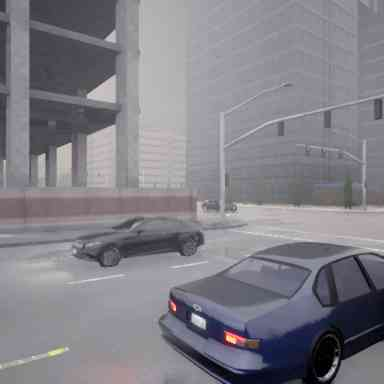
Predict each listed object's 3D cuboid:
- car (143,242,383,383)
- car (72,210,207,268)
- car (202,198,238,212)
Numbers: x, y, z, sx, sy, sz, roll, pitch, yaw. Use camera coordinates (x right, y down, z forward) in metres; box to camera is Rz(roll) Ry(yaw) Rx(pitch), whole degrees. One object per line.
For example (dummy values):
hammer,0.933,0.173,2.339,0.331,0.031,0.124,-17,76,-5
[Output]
car,2.130,1.547,5.310,5.357,1.411,2.033,0,0,-35
car,-1.658,1.525,11.420,4.674,1.442,1.812,0,0,-36
car,3.053,1.504,37.394,1.837,1.490,4.892,0,0,-36
